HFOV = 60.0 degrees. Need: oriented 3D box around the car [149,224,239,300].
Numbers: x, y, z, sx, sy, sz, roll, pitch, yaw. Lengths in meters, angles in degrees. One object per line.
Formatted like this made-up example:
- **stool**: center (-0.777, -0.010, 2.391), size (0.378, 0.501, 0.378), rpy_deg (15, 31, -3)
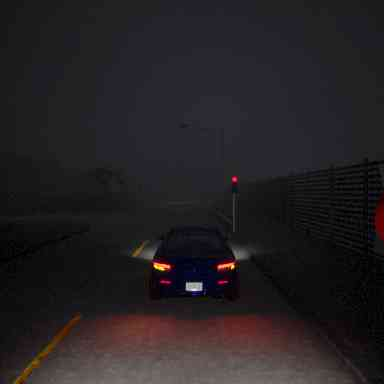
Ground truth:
- **car**: center (0.058, 1.526, 8.244), size (1.812, 1.442, 4.674), rpy_deg (0, 0, 1)
